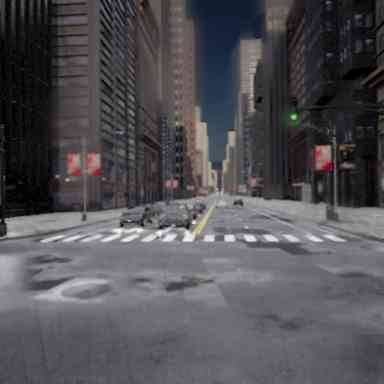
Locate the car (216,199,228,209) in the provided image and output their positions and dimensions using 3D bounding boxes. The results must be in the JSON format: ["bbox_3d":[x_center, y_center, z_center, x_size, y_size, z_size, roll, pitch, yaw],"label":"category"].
[{"bbox_3d":[4.968,2.048,55.663,1.812,1.442,4.674,-1,-1,5],"label":"car"}]

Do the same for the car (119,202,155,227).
[{"bbox_3d":[-4.242,1.832,25.973,1.837,1.490,4.892,-1,-1,5],"label":"car"}]

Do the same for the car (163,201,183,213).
[{"bbox_3d":[-2.519,2.065,46.350,2.033,1.411,5.357,-1,-1,5],"label":"car"}]

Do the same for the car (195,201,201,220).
[{"bbox_3d":[-0.429,1.878,32.560,1.812,1.442,4.674,-1,-1,5],"label":"car"}]

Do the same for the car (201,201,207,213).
[{"bbox_3d":[0.423,2.010,42.547,1.994,1.385,4.181,-1,-1,5],"label":"car"}]

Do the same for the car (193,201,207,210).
[{"bbox_3d":[1.286,2.135,52.525,1.895,1.301,4.718,-1,-1,5],"label":"car"}]

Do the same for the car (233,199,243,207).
[{"bbox_3d":[9.046,2.066,65.326,1.837,1.490,4.892,-1,0,5],"label":"car"}]

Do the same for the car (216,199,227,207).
[{"bbox_3d":[5.801,2.147,65.509,2.033,1.411,5.357,-1,0,5],"label":"car"}]

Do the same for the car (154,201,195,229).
[{"bbox_3d":[-1.105,1.621,23.804,2.097,1.767,4.553,-1,-1,3],"label":"car"}]

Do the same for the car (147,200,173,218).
[{"bbox_3d":[-3.391,1.775,36.093,2.097,1.767,4.553,-1,-1,5],"label":"car"}]
